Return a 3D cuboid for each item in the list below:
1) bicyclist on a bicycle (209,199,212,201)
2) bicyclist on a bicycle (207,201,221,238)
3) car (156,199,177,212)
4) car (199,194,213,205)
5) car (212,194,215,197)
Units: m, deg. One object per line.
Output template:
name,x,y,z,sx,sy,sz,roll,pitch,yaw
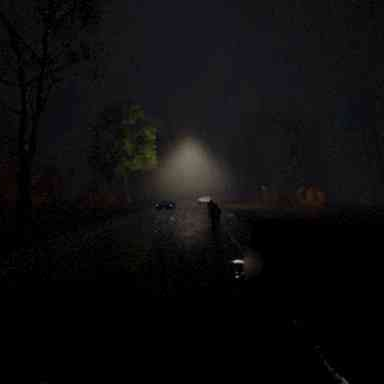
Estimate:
bicyclist on a bicycle,1.422,1.348,25.388,0.582,1.620,1.656,0,0,2
bicyclist on a bicycle,1.168,1.380,16.253,0.582,1.620,1.656,0,0,1
car,-2.811,1.461,36.607,1.895,1.301,4.718,0,0,3
car,2.144,1.450,55.548,1.895,1.301,4.718,0,0,4
car,3.513,1.446,73.471,1.895,1.301,4.718,0,0,6
